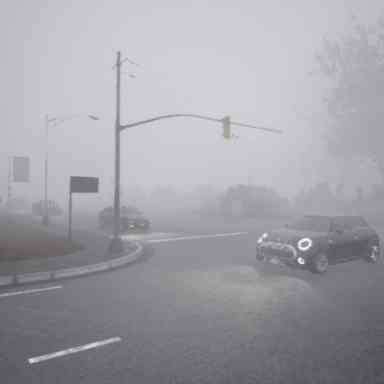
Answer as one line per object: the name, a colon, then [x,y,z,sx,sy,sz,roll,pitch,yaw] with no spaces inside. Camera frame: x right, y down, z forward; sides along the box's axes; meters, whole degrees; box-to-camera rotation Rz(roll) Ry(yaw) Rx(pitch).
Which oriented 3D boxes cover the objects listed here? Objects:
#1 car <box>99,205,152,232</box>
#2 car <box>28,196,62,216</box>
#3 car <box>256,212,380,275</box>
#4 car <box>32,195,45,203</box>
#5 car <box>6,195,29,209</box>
car: [-4.424,1.665,21.514,1.837,1.490,4.892,1,0,-38]
car: [-15.498,1.540,35.476,2.097,1.767,4.553,1,-1,-38]
car: [4.271,1.499,11.145,4.553,1.767,2.097,1,-1,-35]
car: [-37.554,1.760,81.359,2.097,1.767,4.553,1,-1,-36]
car: [-25.711,1.542,48.505,2.128,1.511,4.902,1,-1,-38]
